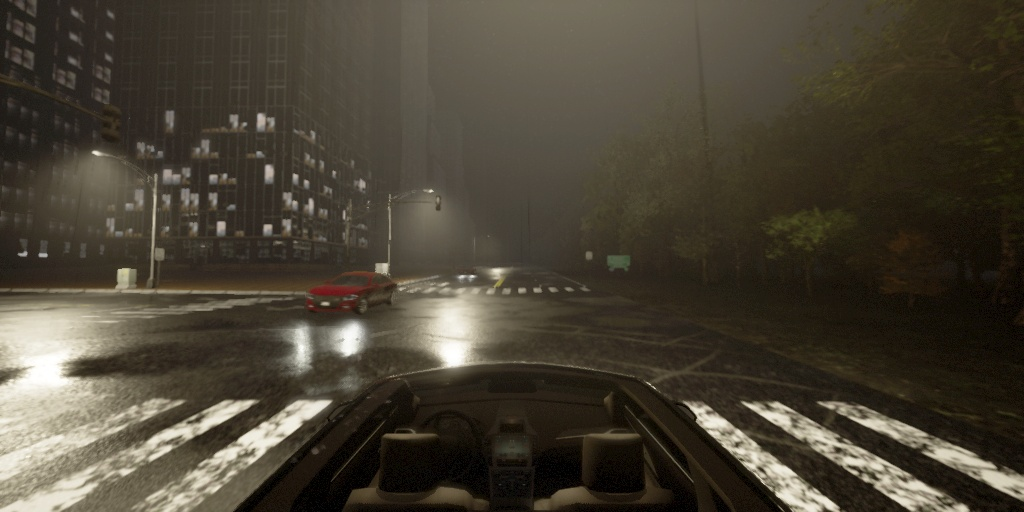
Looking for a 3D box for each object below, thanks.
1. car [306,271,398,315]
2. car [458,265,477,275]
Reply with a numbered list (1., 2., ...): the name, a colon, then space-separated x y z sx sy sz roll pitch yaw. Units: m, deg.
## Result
1. car: -6.194 1.395 14.509 1.882 1.535 5.008 2 -2 1
2. car: -5.663 1.783 45.844 1.994 1.385 4.181 0 0 1
